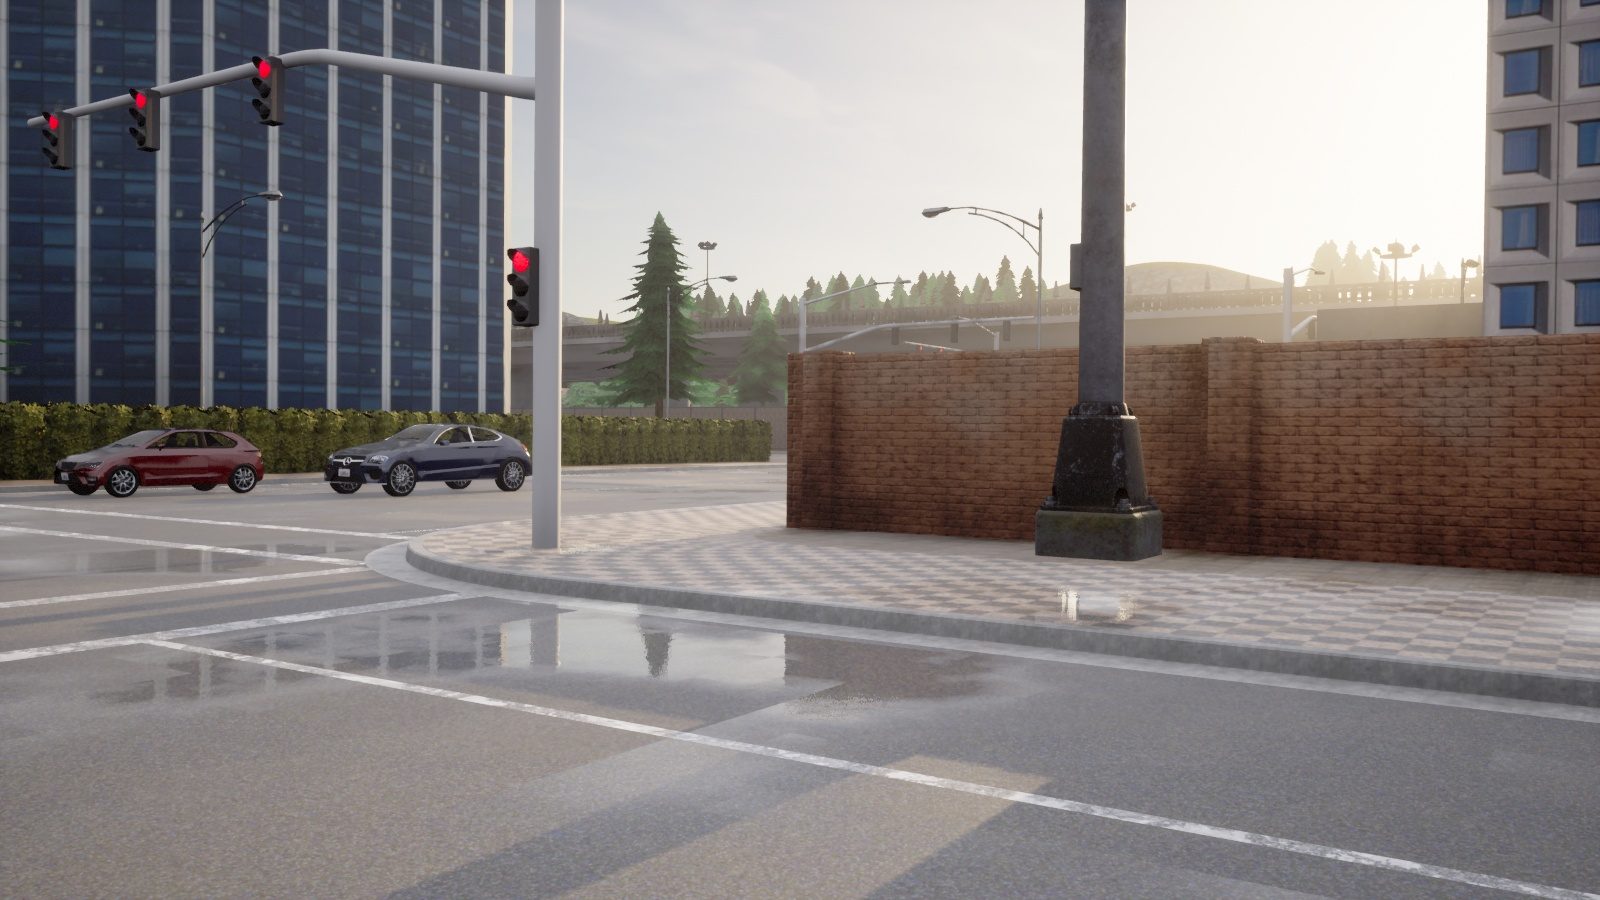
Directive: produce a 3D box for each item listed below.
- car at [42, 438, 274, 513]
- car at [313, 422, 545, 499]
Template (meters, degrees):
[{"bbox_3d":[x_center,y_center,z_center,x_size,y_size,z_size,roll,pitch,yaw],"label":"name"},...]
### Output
[{"bbox_3d":[-14.023,0.494,27.653,1.816,1.474,4.193,0,1,33],"label":"car"},{"bbox_3d":[-8.596,0.184,29.564,2.152,1.651,5.027,0,1,33],"label":"car"}]
